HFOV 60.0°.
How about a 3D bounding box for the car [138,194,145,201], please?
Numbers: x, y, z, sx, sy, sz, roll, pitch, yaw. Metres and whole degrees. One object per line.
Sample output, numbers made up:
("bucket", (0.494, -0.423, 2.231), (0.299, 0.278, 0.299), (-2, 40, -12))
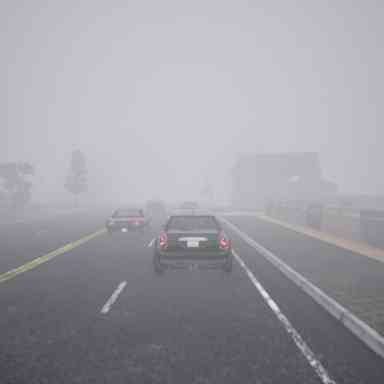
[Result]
("car", (-11.947, 1.323, 80.596), (1.882, 1.535, 5.008), (0, 0, -2))

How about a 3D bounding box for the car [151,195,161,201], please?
("car", (-8.699, 1.394, 80.703), (1.994, 1.385, 4.181), (0, 0, -2))

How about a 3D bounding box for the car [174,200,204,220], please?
("car", (-0.116, 1.500, 28.562), (2.033, 1.411, 5.357), (0, 0, 5))

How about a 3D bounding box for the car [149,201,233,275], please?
("car", (0.005, 1.337, 10.604), (2.097, 1.767, 4.553), (0, 0, -1))

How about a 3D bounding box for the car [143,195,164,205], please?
("car", (-3.892, 1.419, 36.512), (1.882, 1.535, 5.008), (0, 0, -2))

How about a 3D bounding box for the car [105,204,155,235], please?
("car", (-3.371, 1.575, 18.567), (1.895, 1.301, 4.718), (0, 0, -1))
